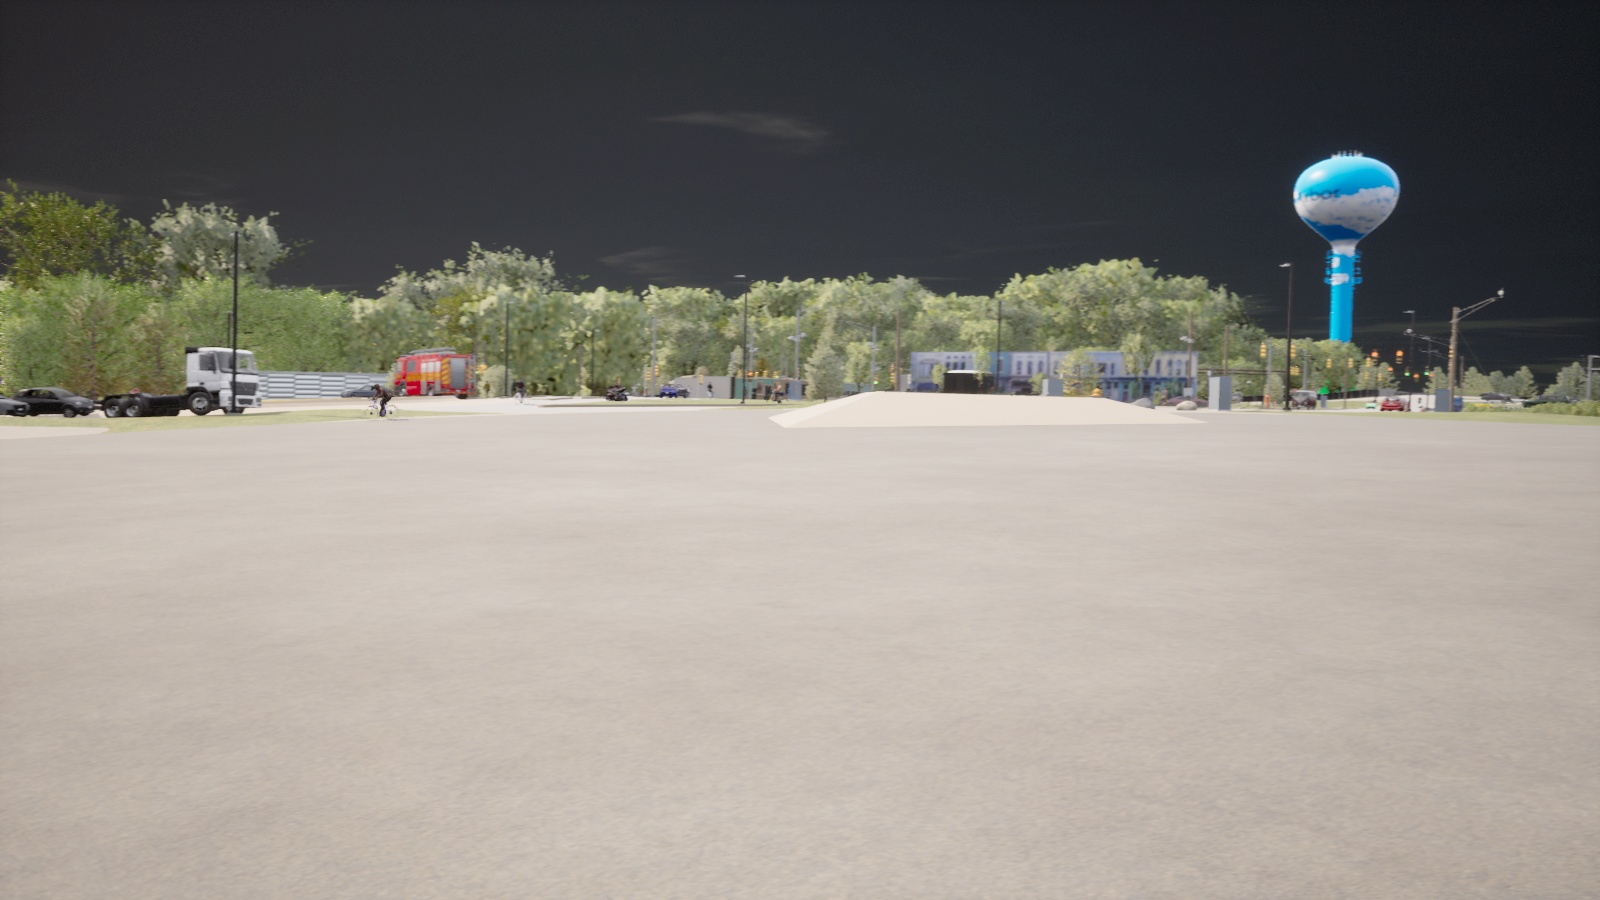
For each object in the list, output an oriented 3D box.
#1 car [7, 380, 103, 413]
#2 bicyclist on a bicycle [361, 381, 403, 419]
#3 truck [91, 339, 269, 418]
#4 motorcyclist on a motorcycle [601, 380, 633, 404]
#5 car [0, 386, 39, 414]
[{"bbox_3d":[-40.288,-2.909,67.966,3.988,1.617,1.851,0,7,-2],"label":"car"},{"bbox_3d":[-18.393,-2.218,55.291,0.582,1.620,1.656,3,5,41],"label":"bicyclist on a bicycle"},{"bbox_3d":[-31.380,-3.548,63.617,7.936,3.462,2.891,-2,0,14],"label":"truck"},{"bbox_3d":[-12.658,-4.009,86.934,2.191,1.530,0.866,4,2,39],"label":"motorcyclist on a motorcycle"},{"bbox_3d":[-41.422,-2.601,64.021,4.181,1.385,1.994,2,1,9],"label":"car"}]
